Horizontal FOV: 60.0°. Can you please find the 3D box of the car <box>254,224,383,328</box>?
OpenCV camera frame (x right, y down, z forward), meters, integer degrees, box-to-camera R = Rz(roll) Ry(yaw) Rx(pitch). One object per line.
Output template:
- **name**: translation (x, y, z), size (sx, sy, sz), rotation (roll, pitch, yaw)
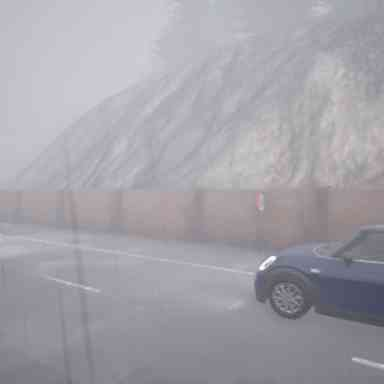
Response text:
- **car**: translation (3.409, 1.351, 5.858), size (4.553, 1.767, 2.097), rotation (0, 0, 36)
